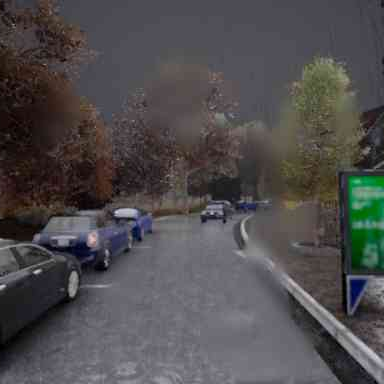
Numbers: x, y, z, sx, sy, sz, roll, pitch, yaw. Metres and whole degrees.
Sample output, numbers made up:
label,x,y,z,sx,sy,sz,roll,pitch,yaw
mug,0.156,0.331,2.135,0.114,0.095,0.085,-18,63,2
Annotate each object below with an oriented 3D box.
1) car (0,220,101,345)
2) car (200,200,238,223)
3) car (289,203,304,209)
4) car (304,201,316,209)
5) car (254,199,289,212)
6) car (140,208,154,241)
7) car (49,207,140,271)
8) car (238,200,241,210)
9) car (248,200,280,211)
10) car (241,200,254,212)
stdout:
label,x,y,z,sx,sy,sz,roll,pitch,yaw
car,-3.404,1.497,5.437,2.231,1.521,4.892,0,0,2
car,1.975,1.517,25.204,2.033,1.411,5.357,-1,0,14
car,14.487,1.995,51.385,5.008,1.535,2.097,1,-4,-40
car,19.139,2.064,54.748,4.892,1.521,2.231,1,-4,-32
car,9.917,1.652,41.207,1.812,1.442,4.674,-3,-3,37
car,-3.162,1.498,16.848,2.097,1.535,5.008,0,0,2
car,-3.403,1.370,11.146,2.185,1.767,4.553,-1,0,2
car,3.410,1.682,38.397,2.231,1.521,4.892,-2,-1,29
car,10.377,1.880,47.590,2.231,1.521,4.892,-4,-4,42
car,6.848,1.767,43.143,2.097,1.535,5.008,-3,-4,36
